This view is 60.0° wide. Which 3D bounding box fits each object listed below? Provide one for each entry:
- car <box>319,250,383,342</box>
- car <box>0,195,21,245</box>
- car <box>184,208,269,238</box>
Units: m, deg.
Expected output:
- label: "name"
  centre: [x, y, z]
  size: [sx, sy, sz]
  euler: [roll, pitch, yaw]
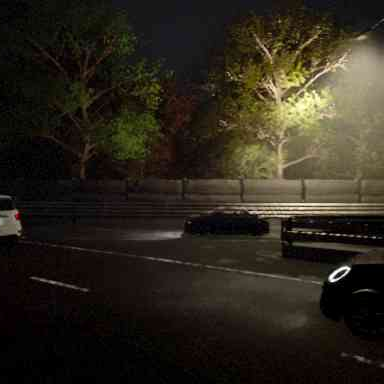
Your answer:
- label: "car"
  centre: [4.362, 1.339, 4.928]
  size: [4.553, 1.767, 2.097]
  euler: [0, 0, 36]
- label: "car"
  centre: [-9.309, 1.105, 13.284]
  size: [5.566, 2.045, 2.150]
  euler: [1, 0, 28]
- label: "car"
  centre: [1.700, 1.488, 16.671]
  size: [4.181, 1.385, 1.994]
  euler: [0, 0, 2]
